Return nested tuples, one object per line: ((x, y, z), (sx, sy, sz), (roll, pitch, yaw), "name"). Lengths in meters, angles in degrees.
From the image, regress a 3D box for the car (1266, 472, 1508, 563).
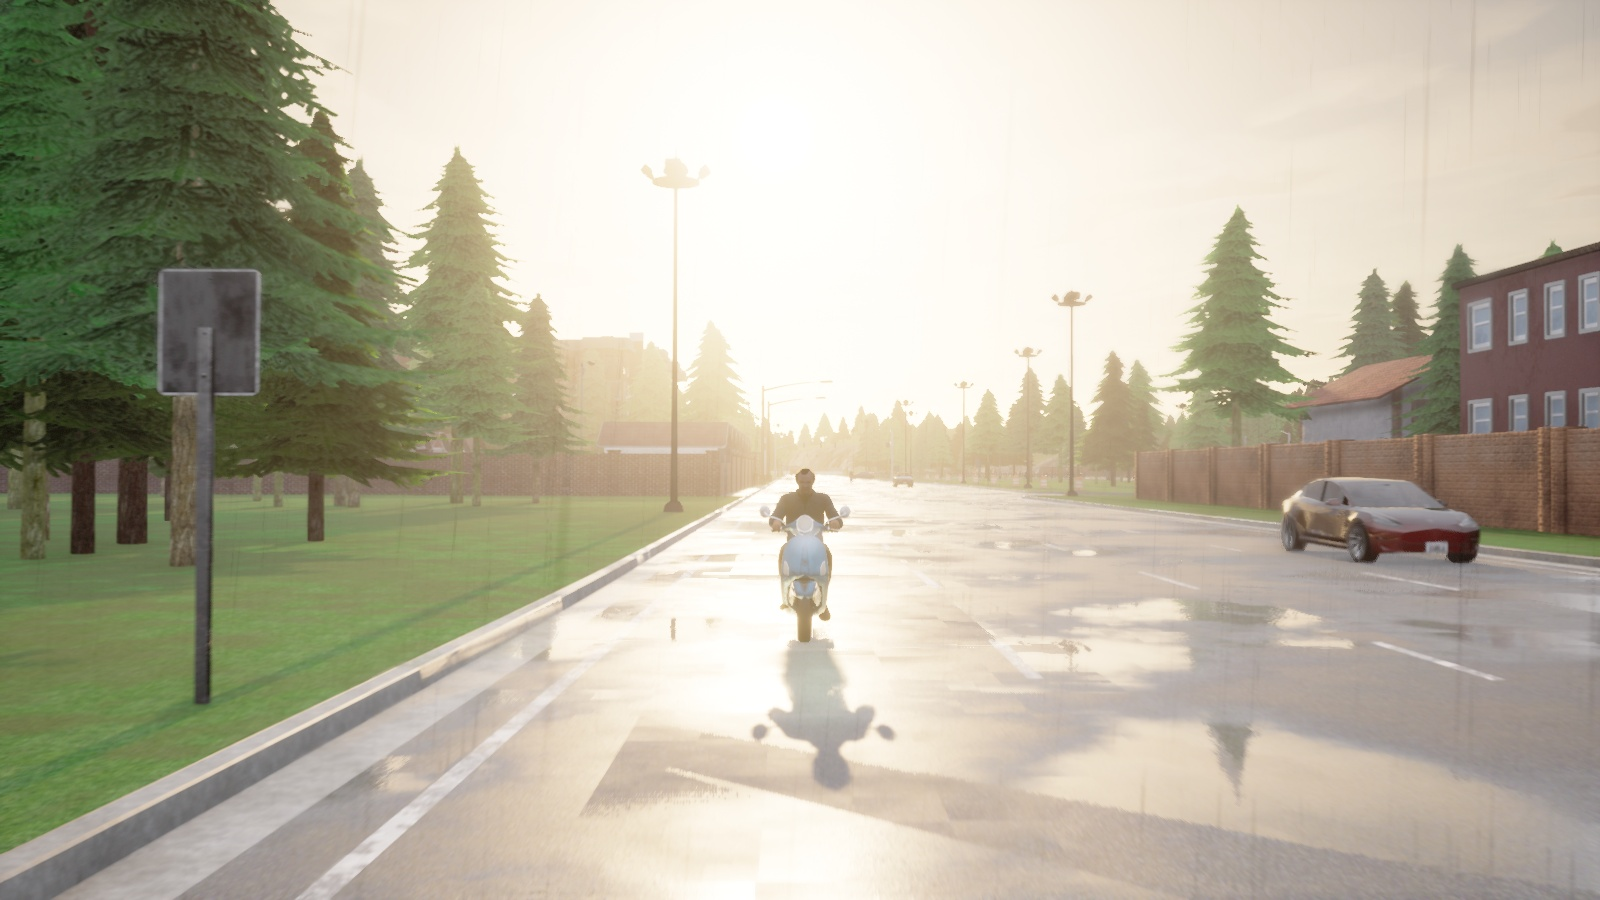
((10.564, 1.150, 23.084), (2.163, 1.488, 4.792), (0, -1, 0), "car")

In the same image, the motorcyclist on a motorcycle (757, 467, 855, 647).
((0.056, 0.965, 12.078), (0.866, 1.590, 1.817), (0, -1, 0), "motorcyclist on a motorcycle")
